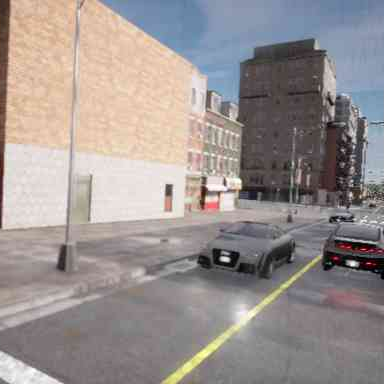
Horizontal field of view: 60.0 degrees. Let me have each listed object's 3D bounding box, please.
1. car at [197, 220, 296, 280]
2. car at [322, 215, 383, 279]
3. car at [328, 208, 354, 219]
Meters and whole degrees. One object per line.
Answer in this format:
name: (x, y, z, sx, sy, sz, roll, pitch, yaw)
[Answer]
car: (1.876, 1.627, 10.416, 1.994, 1.385, 4.181, 4, 1, 30)
car: (5.732, 1.808, 11.326, 1.837, 1.490, 4.892, 4, 0, 31)
car: (14.461, 2.258, 31.932, 2.033, 1.411, 5.357, 4, 0, 31)
